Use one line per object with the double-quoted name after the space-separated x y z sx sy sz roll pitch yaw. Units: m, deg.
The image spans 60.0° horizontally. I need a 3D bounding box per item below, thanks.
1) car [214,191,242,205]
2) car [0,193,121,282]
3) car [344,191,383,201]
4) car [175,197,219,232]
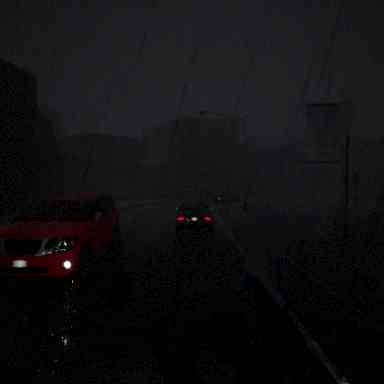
3.966 0.613 36.915 1.994 1.385 4.181 1 2 32 "car"
-3.592 1.079 9.703 2.150 2.045 5.566 0 1 0 "car"
26.108 0.561 50.548 5.357 1.411 2.033 1 2 0 "car"
0.114 1.180 17.379 2.033 1.411 5.357 0 2 0 "car"
